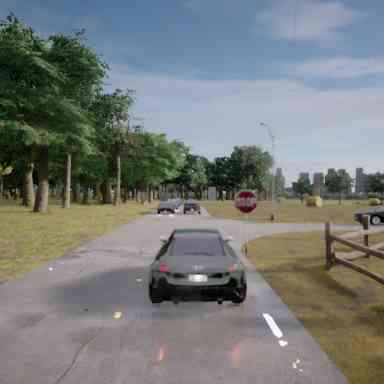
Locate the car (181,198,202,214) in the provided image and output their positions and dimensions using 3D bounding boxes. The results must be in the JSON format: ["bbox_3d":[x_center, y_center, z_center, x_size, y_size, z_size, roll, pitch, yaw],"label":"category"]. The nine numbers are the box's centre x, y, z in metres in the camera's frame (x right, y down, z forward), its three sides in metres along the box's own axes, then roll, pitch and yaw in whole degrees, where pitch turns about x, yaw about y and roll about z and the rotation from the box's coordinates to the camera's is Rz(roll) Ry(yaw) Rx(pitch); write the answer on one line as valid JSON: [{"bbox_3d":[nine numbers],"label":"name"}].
[{"bbox_3d":[0.014,1.648,38.192,1.837,1.490,4.892,0,0,0],"label":"car"}]

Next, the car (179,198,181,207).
[{"bbox_3d":[-2.867,1.741,47.409,1.812,1.442,4.674,0,0,0],"label":"car"}]

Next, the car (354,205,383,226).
[{"bbox_3d":[14.355,1.604,23.977,5.008,1.535,1.882,0,-2,0],"label":"car"}]

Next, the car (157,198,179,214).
[{"bbox_3d":[-2.848,1.688,37.671,2.033,1.411,5.357,0,0,-1],"label":"car"}]

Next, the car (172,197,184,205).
[{"bbox_3d":[-2.811,1.892,67.782,2.128,1.511,4.902,0,0,0],"label":"car"}]

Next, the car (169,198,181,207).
[{"bbox_3d":[-2.874,1.830,57.450,1.812,1.442,4.674,0,-1,1],"label":"car"}]

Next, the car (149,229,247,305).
[{"bbox_3d":[0.100,1.583,8.210,1.994,1.385,4.181,0,0,0],"label":"car"}]
